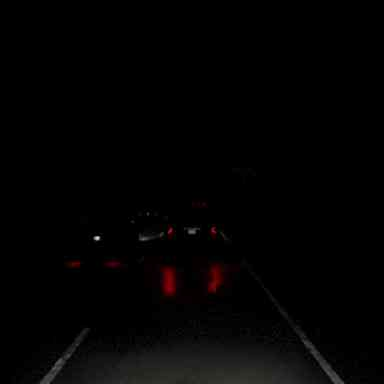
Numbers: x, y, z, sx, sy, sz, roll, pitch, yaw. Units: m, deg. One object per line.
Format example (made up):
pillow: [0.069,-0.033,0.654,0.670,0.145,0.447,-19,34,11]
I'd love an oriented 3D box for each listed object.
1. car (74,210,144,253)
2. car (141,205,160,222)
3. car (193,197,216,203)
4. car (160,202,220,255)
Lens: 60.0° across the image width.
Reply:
car: [-3.500,1.701,14.298,1.994,1.385,4.181,0,0,0]
car: [-3.501,1.823,28.980,2.033,1.411,5.357,0,-1,0]
car: [1.589,1.608,41.204,2.150,2.045,5.566,0,0,19]
car: [-0.001,1.485,14.079,2.097,1.767,4.553,0,-1,0]
